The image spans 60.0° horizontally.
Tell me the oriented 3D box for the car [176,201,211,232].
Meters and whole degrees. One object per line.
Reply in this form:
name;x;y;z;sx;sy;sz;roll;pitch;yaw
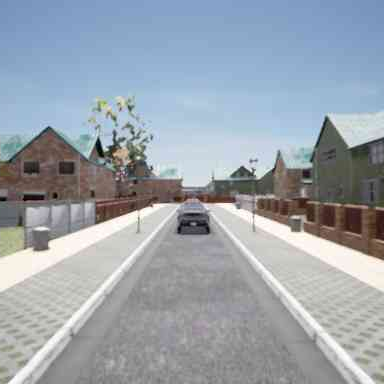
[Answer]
car;0.095;1.495;20.134;1.837;1.490;4.892;0;-1;0

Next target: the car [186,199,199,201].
car;0.091;1.459;36.293;1.882;1.535;5.008;0;0;0
